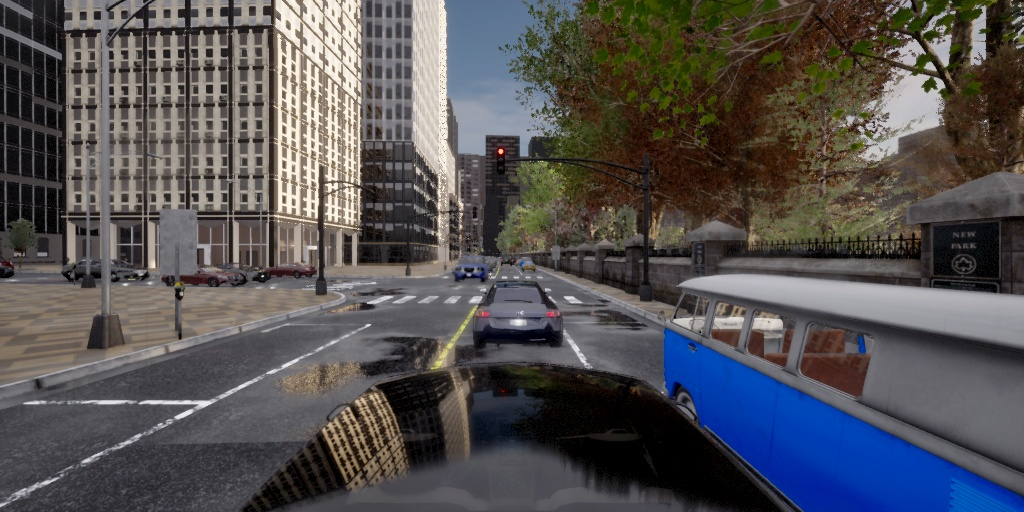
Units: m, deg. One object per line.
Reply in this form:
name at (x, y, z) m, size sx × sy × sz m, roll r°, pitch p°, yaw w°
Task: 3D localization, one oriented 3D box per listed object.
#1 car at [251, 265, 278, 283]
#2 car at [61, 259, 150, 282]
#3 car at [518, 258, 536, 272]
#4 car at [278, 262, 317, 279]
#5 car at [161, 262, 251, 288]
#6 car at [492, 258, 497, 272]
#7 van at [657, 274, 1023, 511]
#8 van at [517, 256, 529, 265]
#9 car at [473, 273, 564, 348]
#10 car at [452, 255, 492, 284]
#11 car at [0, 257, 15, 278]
car at (-18.277, 1.123, 23.574) m, size 4.181 × 1.385 × 1.994 m, roll 1°, pitch 0°, yaw 4°
car at (-27.259, 0.949, 24.138) m, size 4.902 × 1.511 × 2.128 m, roll 1°, pitch 0°, yaw 3°
car at (2.131, 1.260, 46.392) m, size 1.751 × 1.417 × 4.829 m, roll 0°, pitch 0°, yaw -1°
car at (-18.085, 1.127, 29.139) m, size 4.207 × 1.307 × 1.802 m, roll 0°, pitch 0°, yaw 4°
car at (-18.151, 1.149, 21.026) m, size 4.207 × 1.307 × 1.802 m, roll 0°, pitch 0°, yaw 4°
car at (-3.218, 1.228, 42.921) m, size 2.128 × 1.511 × 4.902 m, roll 0°, pitch 0°, yaw -1°
van at (2.568, 1.091, 2.673) m, size 1.690 × 1.789 × 3.998 m, roll 0°, pitch 0°, yaw 0°
van at (2.008, 1.071, 51.765) m, size 1.690 × 1.789 × 3.998 m, roll 0°, pitch 0°, yaw -1°
car at (0.101, 1.313, 9.254) m, size 1.994 × 1.385 × 4.181 m, roll 0°, pitch 0°, yaw -1°
car at (-2.959, 0.938, 27.243) m, size 2.150 × 2.045 × 5.566 m, roll 1°, pitch 0°, yaw -1°
car at (-37.267, 0.908, 24.676) m, size 4.181 × 1.385 × 1.994 m, roll 1°, pitch 0°, yaw 2°
